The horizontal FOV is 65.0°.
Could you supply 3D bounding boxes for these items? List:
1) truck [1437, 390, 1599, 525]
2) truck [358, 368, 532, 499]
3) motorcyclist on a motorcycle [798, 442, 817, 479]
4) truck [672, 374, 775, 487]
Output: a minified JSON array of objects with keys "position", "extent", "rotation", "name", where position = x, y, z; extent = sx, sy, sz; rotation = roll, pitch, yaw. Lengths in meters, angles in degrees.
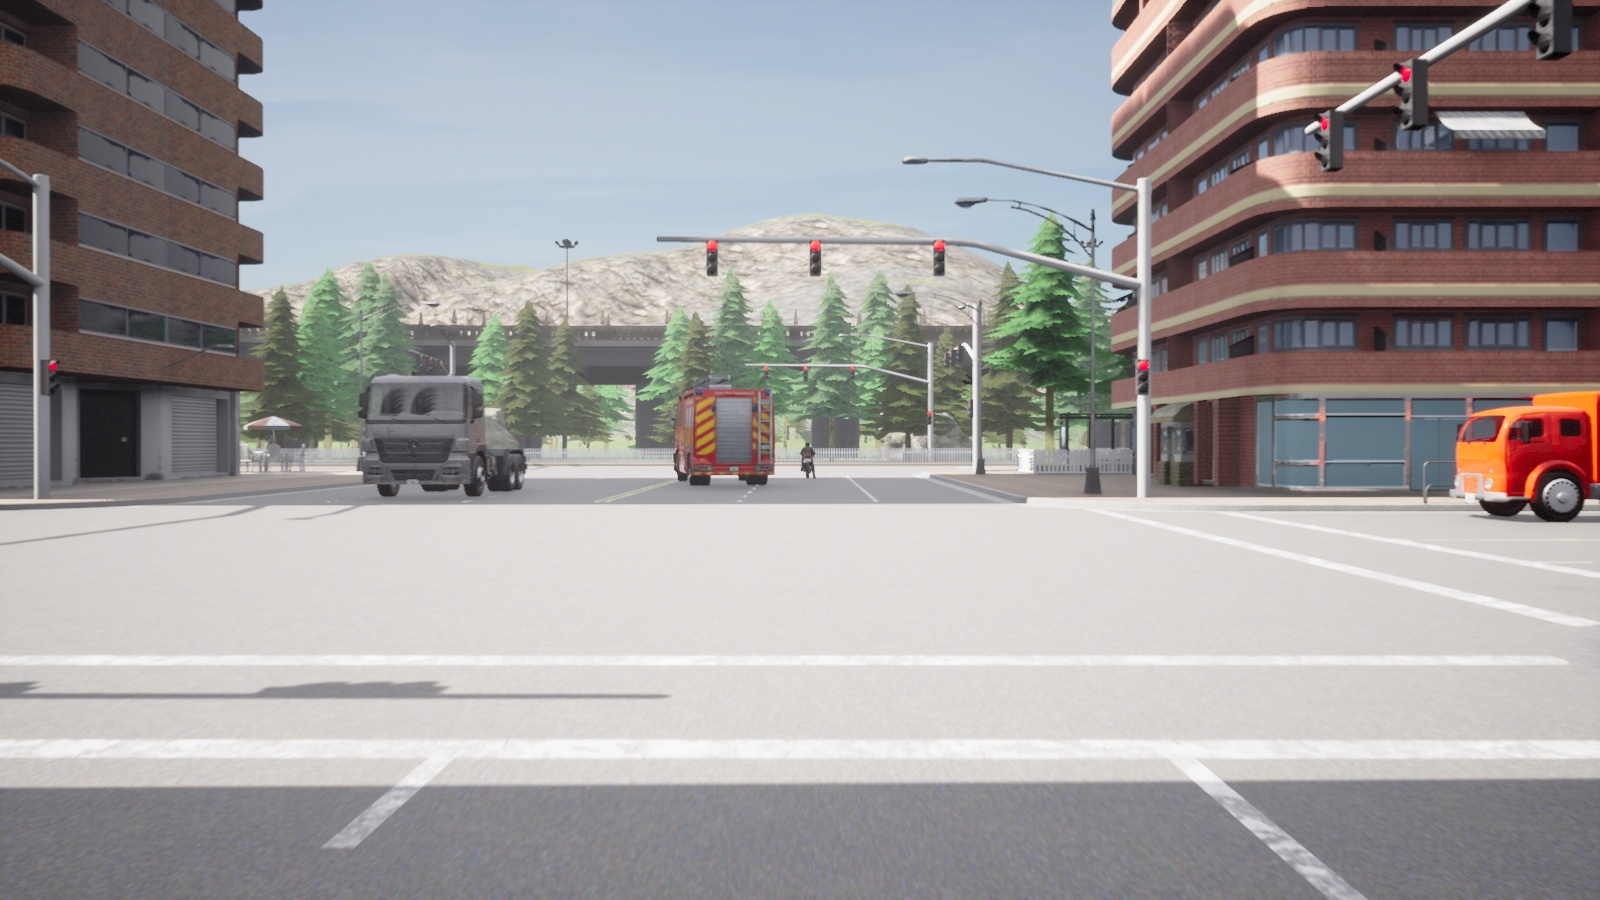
[{"position":[15.592,0.135,24.271],"extent":[5.204,2.467,2.627],"rotation":[0,0,0],"name":"truck"},{"position":[-10.269,-0.454,37.279],"extent":[2.891,3.462,7.936],"rotation":[0,0,0],"name":"truck"},{"position":[0.318,0.433,52.512],"extent":[0.797,1.523,2.044],"rotation":[0,0,0],"name":"motorcyclist on a motorcycle"},{"position":[-3.009,-0.685,46.865],"extent":[2.891,3.827,8.468],"rotation":[0,0,-10],"name":"truck"}]
